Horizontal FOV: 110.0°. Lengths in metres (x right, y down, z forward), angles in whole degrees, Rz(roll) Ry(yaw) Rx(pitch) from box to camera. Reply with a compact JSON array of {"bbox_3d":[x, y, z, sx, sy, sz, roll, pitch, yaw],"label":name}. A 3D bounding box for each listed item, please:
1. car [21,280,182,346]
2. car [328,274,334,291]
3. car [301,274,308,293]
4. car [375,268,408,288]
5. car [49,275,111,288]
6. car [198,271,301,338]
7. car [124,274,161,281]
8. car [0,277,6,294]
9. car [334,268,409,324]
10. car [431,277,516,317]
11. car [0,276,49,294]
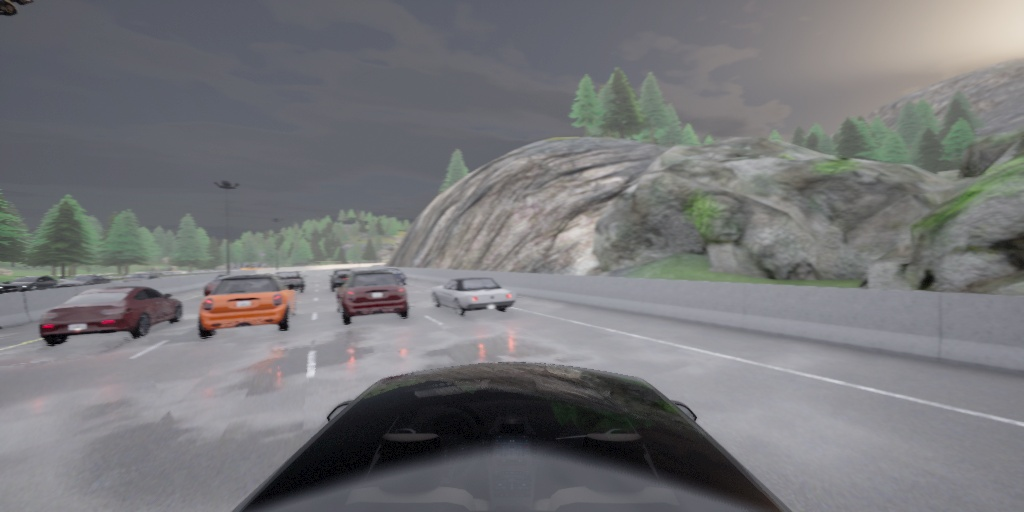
[{"bbox_3d":[-11.953,1.649,11.010,1.812,1.442,4.674,-1,0,-28],"label":"car"},{"bbox_3d":[-12.621,1.761,27.015,1.837,1.490,4.892,-1,0,-28],"label":"car"},{"bbox_3d":[-15.680,1.813,25.313,2.128,1.511,4.902,-1,0,-28],"label":"car"},{"bbox_3d":[-9.961,1.728,29.465,1.812,1.442,4.674,-1,0,-28],"label":"car"},{"bbox_3d":[-40.441,2.569,34.080,2.033,1.411,5.357,-1,0,-28],"label":"car"},{"bbox_3d":[-8.426,1.389,11.822,2.097,1.767,4.553,-1,-1,-28],"label":"car"},{"bbox_3d":[-38.006,2.543,36.956,1.994,1.385,4.181,-1,-1,-28],"label":"car"},{"bbox_3d":[-46.564,2.681,30.707,1.812,1.442,4.674,-1,0,-28],"label":"car"},{"bbox_3d":[-5.338,1.322,13.467,2.097,1.767,4.553,-1,-1,-28],"label":"car"},{"bbox_3d":[-1.730,1.483,14.144,1.895,1.301,4.718,-1,0,-28],"label":"car"},{"bbox_3d":[-43.518,2.593,32.425,1.837,1.490,4.892,-1,0,-28],"label":"car"}]
